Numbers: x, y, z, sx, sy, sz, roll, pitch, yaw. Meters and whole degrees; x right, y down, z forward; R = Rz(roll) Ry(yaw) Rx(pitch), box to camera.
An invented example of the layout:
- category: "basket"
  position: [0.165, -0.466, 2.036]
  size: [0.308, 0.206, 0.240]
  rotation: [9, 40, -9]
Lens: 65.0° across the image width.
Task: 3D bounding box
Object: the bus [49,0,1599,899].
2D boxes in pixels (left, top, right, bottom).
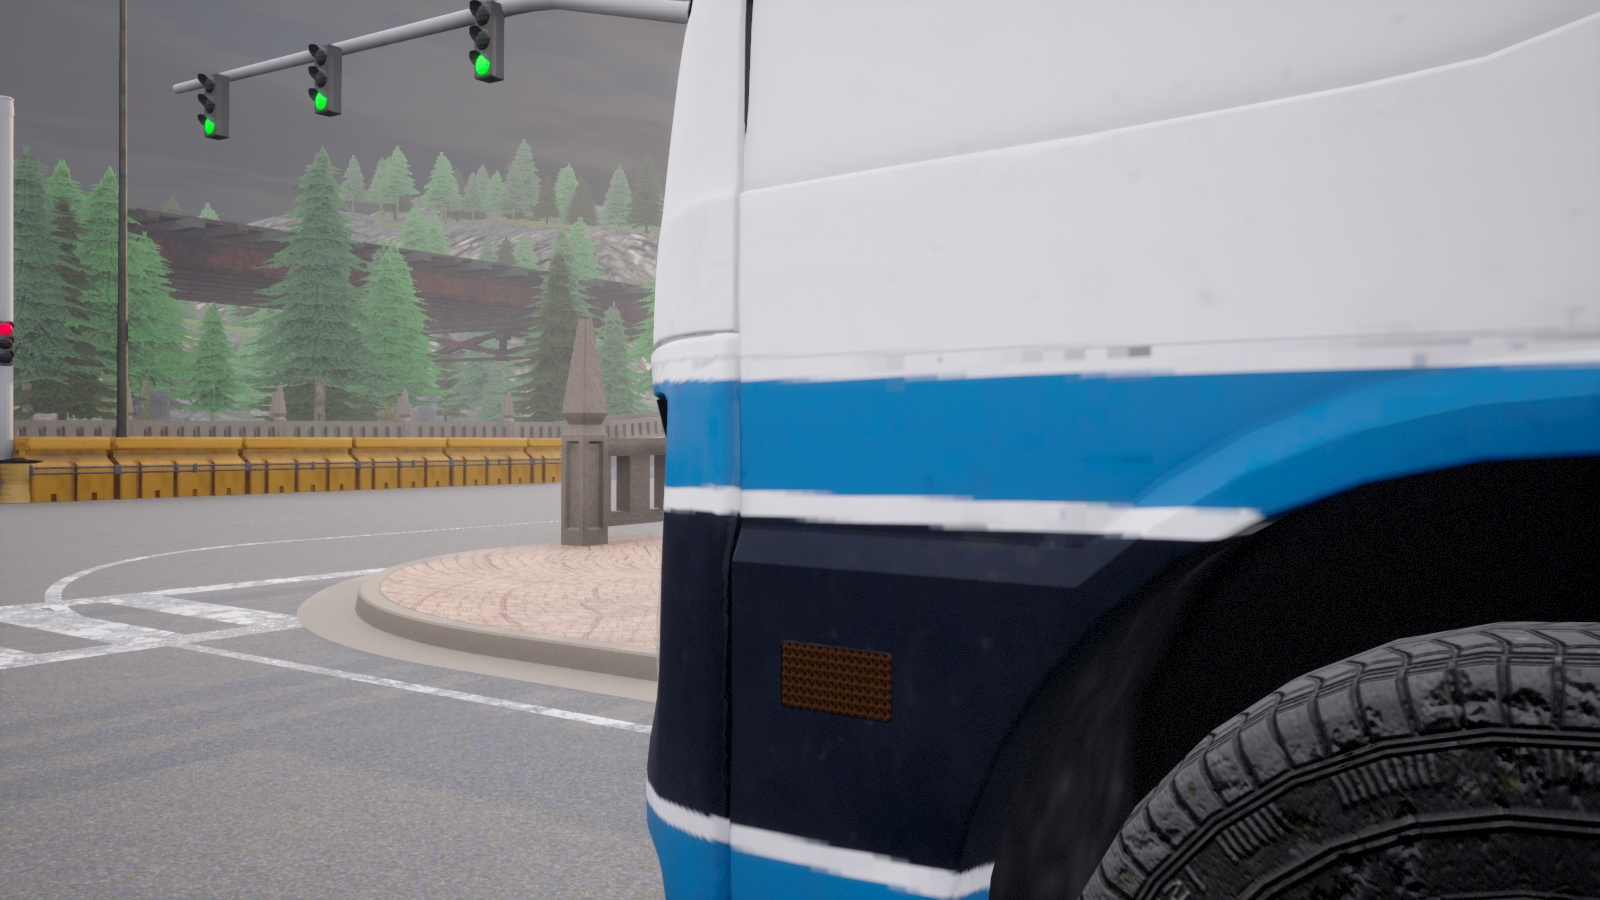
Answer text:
- category: "bus"
  position: [4.150, -0.694, 0.838]
  size: [10.273, 4.253, 3.944]
  rotation: [0, 1, 34]
